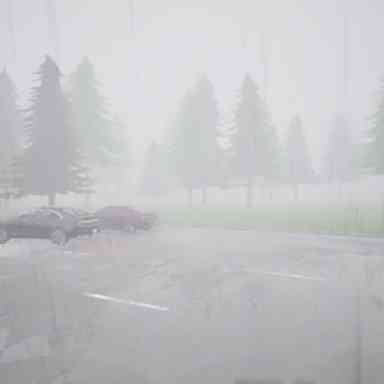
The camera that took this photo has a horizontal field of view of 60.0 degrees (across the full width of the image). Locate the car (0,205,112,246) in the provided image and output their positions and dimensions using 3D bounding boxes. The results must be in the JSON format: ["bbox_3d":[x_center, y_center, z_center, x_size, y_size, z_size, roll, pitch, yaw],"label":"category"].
[{"bbox_3d":[-6.293,1.384,14.288,4.902,1.511,2.128,0,0,17],"label":"car"}]

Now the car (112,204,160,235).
[{"bbox_3d":[-3.941,1.365,17.263,4.674,1.442,1.812,0,0,19],"label":"car"}]
